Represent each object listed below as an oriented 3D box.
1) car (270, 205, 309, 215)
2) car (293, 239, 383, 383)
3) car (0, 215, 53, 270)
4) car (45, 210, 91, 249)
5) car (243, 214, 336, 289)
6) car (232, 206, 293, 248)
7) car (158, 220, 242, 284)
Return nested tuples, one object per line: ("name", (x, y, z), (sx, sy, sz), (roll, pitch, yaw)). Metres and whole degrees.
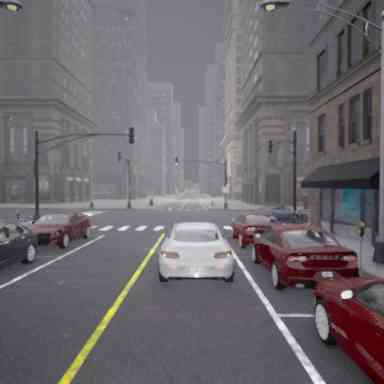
("car", (6.863, 1.672, 25.302), (4.181, 1.385, 1.994), (2, 0, -14))
("car", (2.752, 1.542, 3.508), (1.887, 1.381, 4.507), (-1, 0, 0))
("car", (-5.772, 1.545, 9.014), (2.008, 1.369, 4.403), (-1, 0, 0))
("car", (-5.771, 1.535, 14.520), (1.887, 1.381, 4.507), (-1, 0, 0))
("car", (2.753, 1.539, 9.013), (1.887, 1.381, 4.507), (-1, 0, 0))
("car", (2.754, 1.535, 14.519), (1.887, 1.381, 4.507), (-1, 0, 0))
("car", (0.103, 1.519, 9.464), (1.812, 1.442, 4.674), (0, 0, 0))
